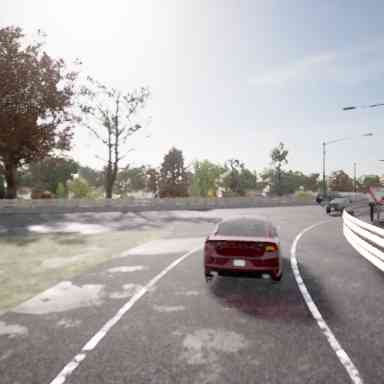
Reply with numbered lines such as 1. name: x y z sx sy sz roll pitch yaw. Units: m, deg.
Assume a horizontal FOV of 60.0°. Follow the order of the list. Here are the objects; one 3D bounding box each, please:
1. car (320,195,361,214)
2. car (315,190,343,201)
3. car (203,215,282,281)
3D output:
1. car: 14.127 1.329 31.073 4.674 1.442 1.812 0 0 -44
2. car: 19.022 0.748 45.460 5.566 2.045 2.150 0 1 -40
3. car: 1.577 1.405 9.756 1.882 1.535 5.008 0 0 12
